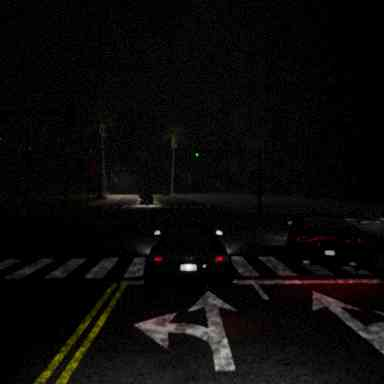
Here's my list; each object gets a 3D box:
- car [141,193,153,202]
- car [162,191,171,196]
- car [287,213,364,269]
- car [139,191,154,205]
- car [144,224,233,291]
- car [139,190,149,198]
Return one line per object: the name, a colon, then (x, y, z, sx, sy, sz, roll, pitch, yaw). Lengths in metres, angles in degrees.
car: (-7.726, 0.909, 57.130, 1.994, 1.385, 4.181, 0, 1, -8)
car: (-6.871, 0.364, 87.983, 2.128, 1.511, 4.902, 0, 1, -13)
car: (4.288, 1.434, 11.136, 1.882, 1.535, 5.008, -1, 0, 15)
car: (-6.520, 0.996, 48.002, 1.837, 1.490, 4.892, 0, 1, -7)
car: (-0.098, 1.532, 8.929, 1.994, 1.385, 4.181, 0, 0, -1)
car: (-11.115, 0.367, 76.806, 2.097, 1.767, 4.553, 0, 1, -11)
